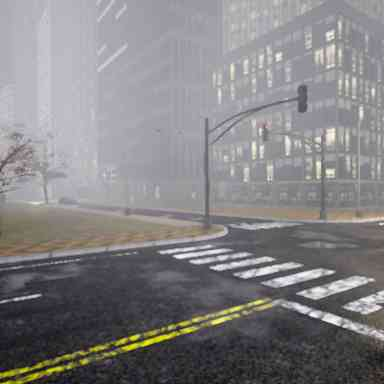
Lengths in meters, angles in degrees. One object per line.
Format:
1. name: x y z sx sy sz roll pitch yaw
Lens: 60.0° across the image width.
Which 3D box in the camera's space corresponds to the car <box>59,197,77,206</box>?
1. car: -20.584 1.457 55.069 2.033 1.411 5.357 -1 0 -35
